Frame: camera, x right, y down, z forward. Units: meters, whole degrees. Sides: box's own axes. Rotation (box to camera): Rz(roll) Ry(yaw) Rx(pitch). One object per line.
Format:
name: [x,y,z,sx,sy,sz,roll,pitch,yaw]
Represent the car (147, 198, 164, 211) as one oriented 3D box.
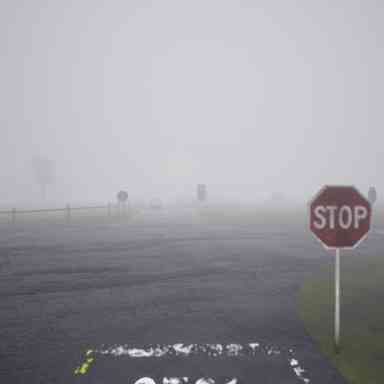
car: [-4.572,1.507,41.387,1.882,1.535,5.008,0,0,-5]
